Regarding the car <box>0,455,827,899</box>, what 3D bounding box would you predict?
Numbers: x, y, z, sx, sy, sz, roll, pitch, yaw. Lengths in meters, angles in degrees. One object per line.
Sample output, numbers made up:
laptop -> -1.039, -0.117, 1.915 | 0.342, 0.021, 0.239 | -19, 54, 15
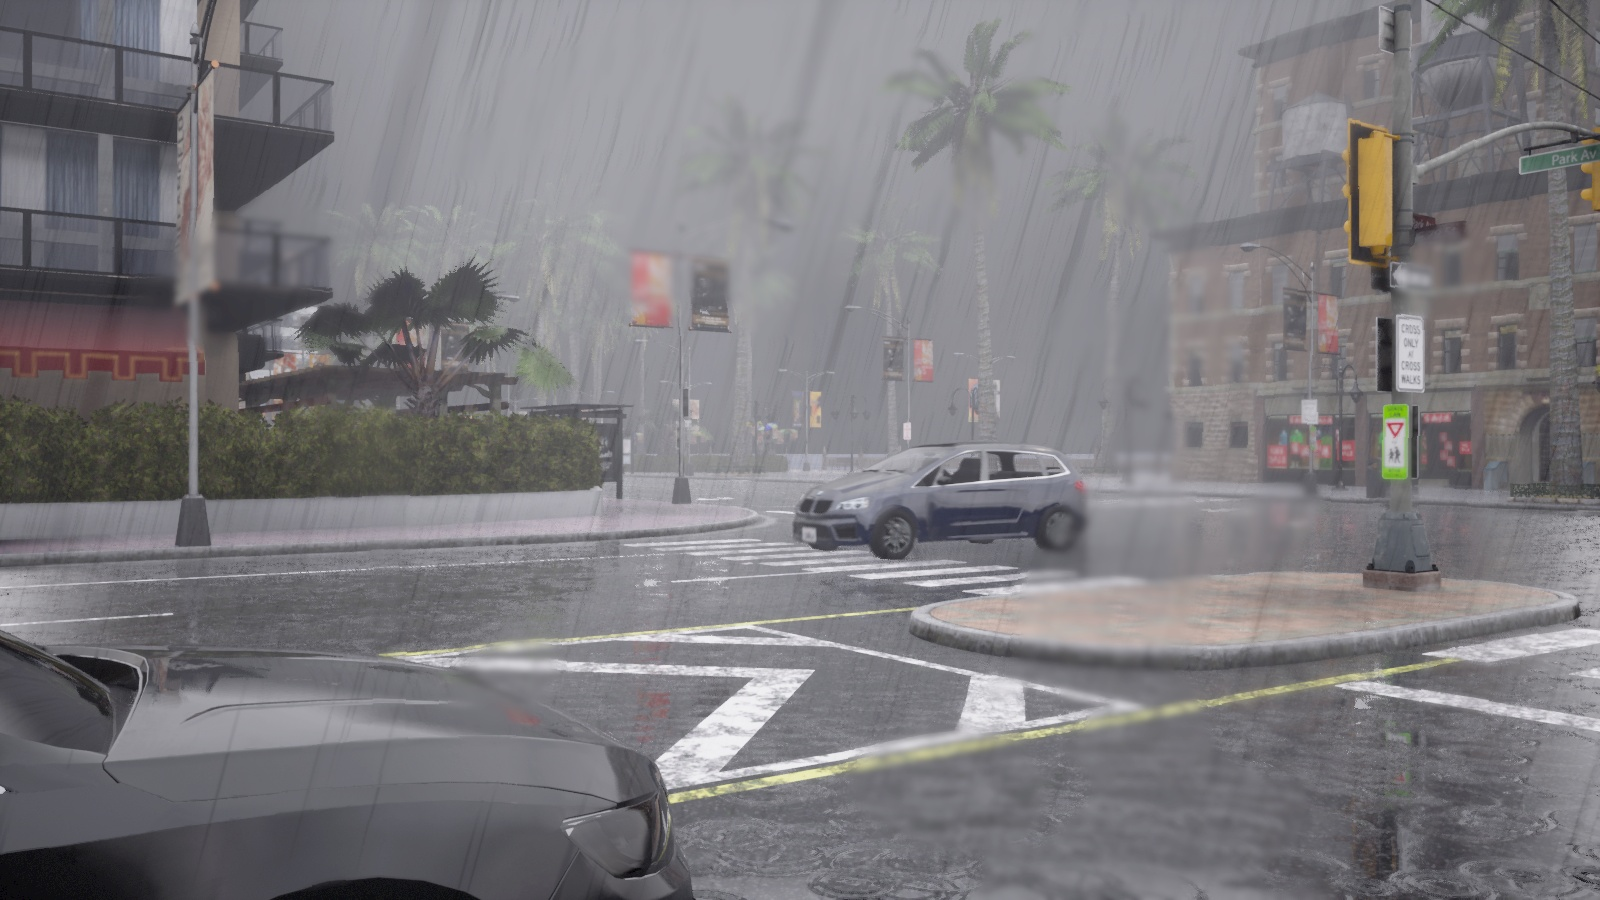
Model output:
car -> -2.478, 0.760, 1.933 | 4.892, 1.490, 1.837 | 0, 0, -35

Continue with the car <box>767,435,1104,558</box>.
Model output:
car -> 2.069, 0.631, 19.030 | 4.611, 1.667, 2.242 | 0, 0, -29
